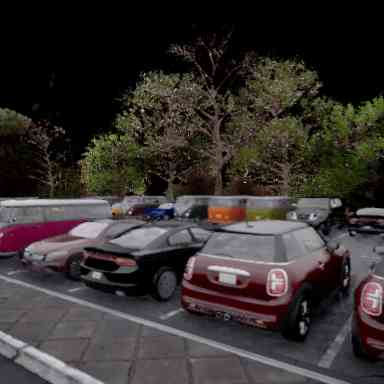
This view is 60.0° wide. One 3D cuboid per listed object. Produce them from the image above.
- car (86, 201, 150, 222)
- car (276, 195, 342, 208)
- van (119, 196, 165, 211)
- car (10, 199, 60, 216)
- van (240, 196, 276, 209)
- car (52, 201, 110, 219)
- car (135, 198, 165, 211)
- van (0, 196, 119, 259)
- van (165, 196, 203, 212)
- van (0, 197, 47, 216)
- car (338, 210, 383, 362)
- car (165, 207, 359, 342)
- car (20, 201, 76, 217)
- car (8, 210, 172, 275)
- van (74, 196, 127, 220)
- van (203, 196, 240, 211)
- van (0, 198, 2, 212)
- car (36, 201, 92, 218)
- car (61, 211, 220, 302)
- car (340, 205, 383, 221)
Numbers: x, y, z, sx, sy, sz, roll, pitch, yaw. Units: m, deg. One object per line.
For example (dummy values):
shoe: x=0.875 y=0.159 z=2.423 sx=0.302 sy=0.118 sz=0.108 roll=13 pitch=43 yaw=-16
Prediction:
car: x=-6.219 y=1.581 z=28.665 sx=1.946 sy=1.575 sz=5.366 roll=-1 pitch=-1 yaw=36
car: x=7.221 y=1.236 z=19.137 sx=2.435 sy=2.045 sz=5.566 roll=0 pitch=0 yaw=36
van: x=-3.939 y=1.317 z=27.100 sx=1.878 sy=1.987 sz=4.442 roll=-1 pitch=-1 yaw=36
car: x=-17.354 y=1.666 z=36.909 sx=2.185 sy=1.767 sz=4.553 roll=-1 pitch=-1 yaw=36
van: x=5.061 y=1.258 z=20.878 sx=1.878 sy=1.987 sz=4.442 roll=0 pitch=0 yaw=36
car: x=-10.603 y=1.668 z=32.057 sx=2.231 sy=1.521 sz=4.892 roll=-1 pitch=-1 yaw=36
car: x=-1.621 y=1.501 z=25.574 sx=2.097 sy=1.535 sz=5.008 roll=-1 pitch=-1 yaw=36
van: x=-5.001 y=1.258 z=11.726 sx=1.878 sy=1.987 sz=4.442 roll=0 pitch=0 yaw=36
van: x=0.429 y=1.252 z=23.941 sx=1.878 sy=1.987 sz=4.442 roll=0 pitch=0 yaw=36
van: x=-19.512 y=1.607 z=38.653 sx=1.878 sy=1.987 sz=4.442 roll=-1 pitch=-1 yaw=36
car: x=4.046 y=1.370 z=5.287 sx=2.185 sy=1.767 sz=4.553 roll=0 pitch=0 yaw=36
car: x=1.797 y=1.367 z=6.914 sx=2.185 sy=1.767 sz=4.553 roll=0 pitch=0 yaw=36
car: x=-15.194 y=1.752 z=35.379 sx=2.097 sy=1.535 sz=5.008 roll=-1 pitch=-1 yaw=36
car: x=-2.682 y=1.526 z=10.195 sx=2.002 sy=1.452 sz=4.674 roll=0 pitch=0 yaw=36
van: x=-8.290 y=1.400 z=30.536 sx=1.878 sy=1.987 sz=4.442 roll=-1 pitch=-1 yaw=36
van: x=2.918 y=1.255 z=22.428 sx=1.878 sy=1.987 sz=4.442 roll=0 pitch=0 yaw=36
van: x=-28.584 y=1.800 z=45.216 sx=1.878 sy=1.987 sz=4.442 roll=-2 pitch=-1 yaw=36
car: x=-12.847 y=1.709 z=33.682 sx=2.097 sy=1.535 sz=5.008 roll=-1 pitch=-1 yaw=36
car: x=-0.437 y=1.489 z=8.562 sx=2.097 sy=1.535 sz=5.008 roll=0 pitch=0 yaw=36
car: x=9.580 y=1.490 z=17.459 sx=2.097 sy=1.535 sz=5.008 roll=0 pitch=0 yaw=36
